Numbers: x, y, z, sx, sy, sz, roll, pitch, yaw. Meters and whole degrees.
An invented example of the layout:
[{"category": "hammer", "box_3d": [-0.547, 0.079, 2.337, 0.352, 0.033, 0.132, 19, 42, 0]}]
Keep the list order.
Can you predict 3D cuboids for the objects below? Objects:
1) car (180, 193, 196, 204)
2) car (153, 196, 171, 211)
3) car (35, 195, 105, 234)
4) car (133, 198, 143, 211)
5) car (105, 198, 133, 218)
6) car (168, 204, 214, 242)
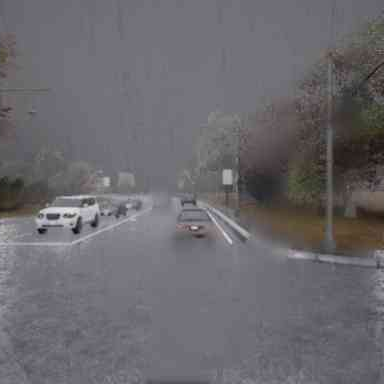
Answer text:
[{"category": "car", "box_3d": [-0.544, 1.136, 51.321, 2.150, 2.045, 5.566, 0, 0, -4]}, {"category": "car", "box_3d": [-3.557, 1.537, 39.932, 1.994, 1.385, 4.181, 0, 0, -1]}, {"category": "car", "box_3d": [-7.100, 1.229, 19.690, 2.150, 2.045, 5.566, 0, 0, 0]}, {"category": "car", "box_3d": [-7.135, 1.462, 40.249, 2.128, 1.511, 4.902, 0, 0, -1]}, {"category": "car", "box_3d": [-7.063, 1.492, 29.861, 2.128, 1.511, 4.902, 0, 0, 0]}, {"category": "car", "box_3d": [0.096, 1.553, 16.419, 2.033, 1.411, 5.357, 0, 0, 0]}]
